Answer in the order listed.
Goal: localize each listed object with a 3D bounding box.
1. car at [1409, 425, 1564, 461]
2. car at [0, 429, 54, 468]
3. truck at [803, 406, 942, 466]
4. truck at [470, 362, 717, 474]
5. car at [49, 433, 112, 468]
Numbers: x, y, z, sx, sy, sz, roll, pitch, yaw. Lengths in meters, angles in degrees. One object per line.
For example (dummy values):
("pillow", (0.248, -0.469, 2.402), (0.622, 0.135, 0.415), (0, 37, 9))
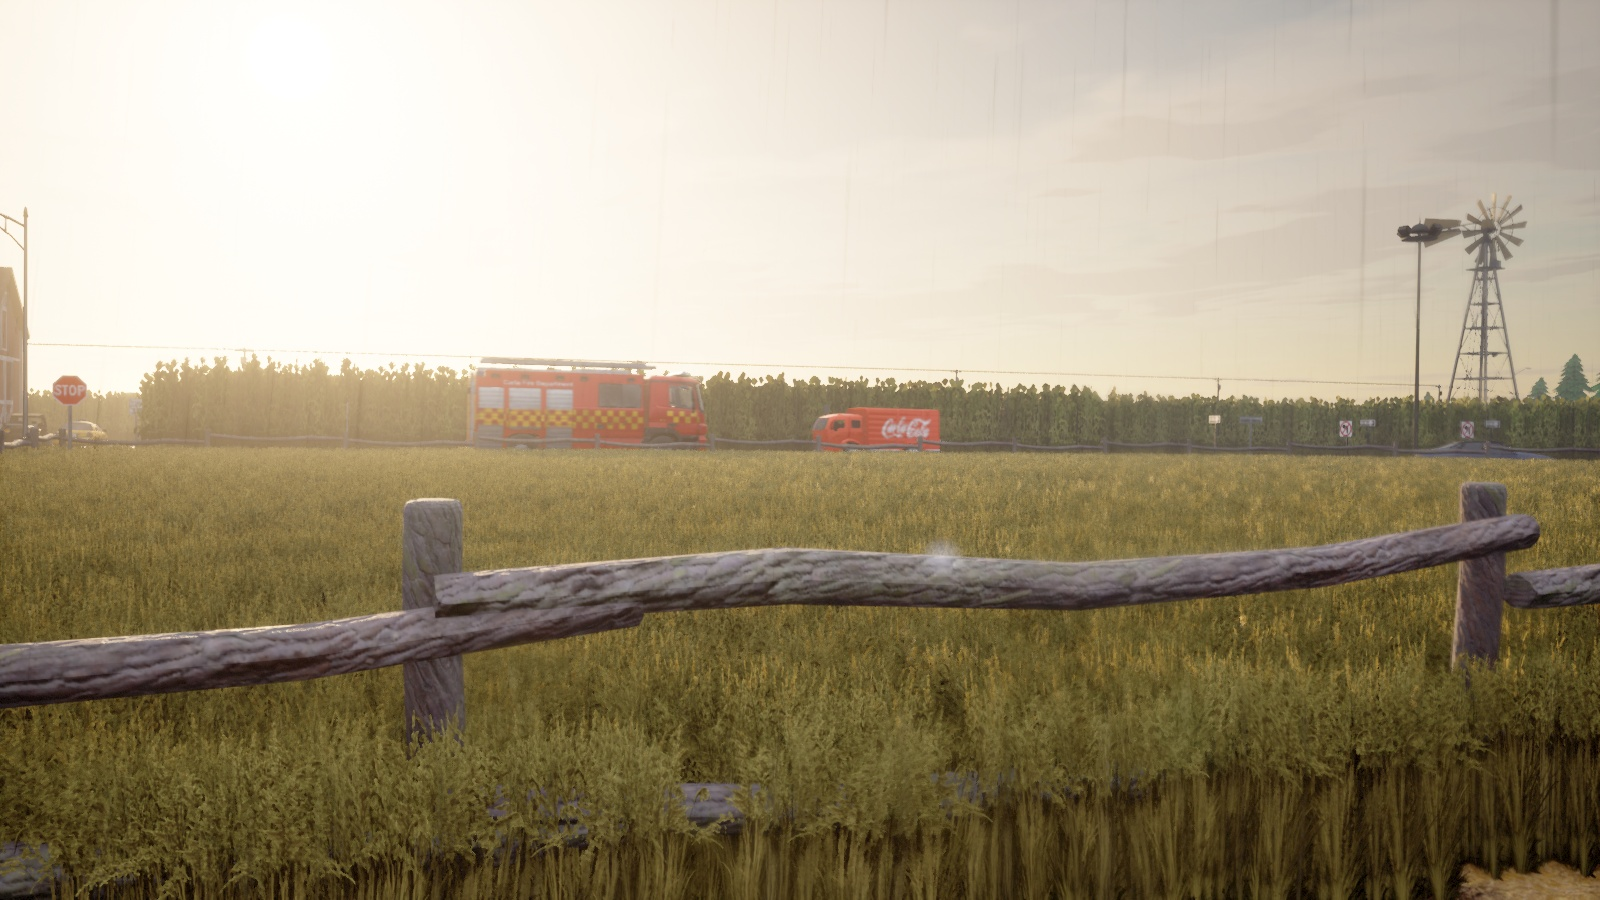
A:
("car", (28.397, -0.301, 52.135), (5.357, 1.411, 2.033), (0, 1, 17))
("car", (-39.132, -0.080, 63.322), (1.905, 1.878, 3.866), (-1, 0, -21))
("truck", (3.050, -0.614, 53.130), (5.204, 2.467, 2.627), (-1, 1, -21))
("truck", (-7.531, -1.138, 45.862), (8.468, 3.827, 2.891), (0, 1, -20))
("car", (-35.033, 0.017, 61.253), (1.801, 1.575, 5.366), (-1, 0, -21))
